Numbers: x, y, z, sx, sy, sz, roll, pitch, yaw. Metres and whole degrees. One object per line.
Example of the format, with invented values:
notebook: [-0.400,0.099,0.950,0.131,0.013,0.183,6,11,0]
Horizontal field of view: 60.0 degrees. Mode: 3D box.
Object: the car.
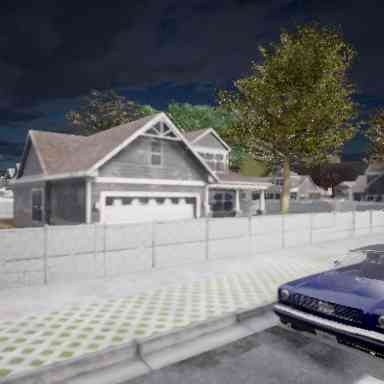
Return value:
car: [3.564,1.700,5.960,4.718,1.301,1.895,1,-1,-39]
